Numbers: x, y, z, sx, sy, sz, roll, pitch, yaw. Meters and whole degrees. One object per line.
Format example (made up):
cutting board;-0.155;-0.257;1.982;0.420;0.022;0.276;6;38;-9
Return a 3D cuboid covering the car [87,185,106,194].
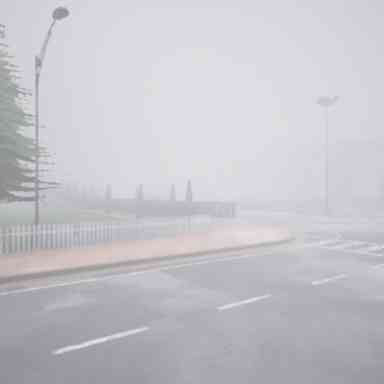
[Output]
car;-16.297;-0.402;57.189;1.895;1.301;4.718;0;7;-37

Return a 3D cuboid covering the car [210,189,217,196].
car;2.771;0.039;66.779;1.895;1.301;4.718;0;7;-37

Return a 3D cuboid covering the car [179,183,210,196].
car;0.247;-0.291;64.311;2.150;2.045;5.566;0;7;-37

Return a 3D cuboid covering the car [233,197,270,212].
car;6.748;1.321;38.124;2.097;1.767;4.553;0;0;-37

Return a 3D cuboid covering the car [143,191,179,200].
car;-3.939;1.122;40.628;2.097;1.767;4.553;0;2;-37

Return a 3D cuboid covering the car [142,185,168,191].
car;-6.600;0.259;55.842;1.882;1.535;5.008;0;6;-37

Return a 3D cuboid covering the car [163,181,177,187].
car;-5.992;-1.546;72.607;2.097;1.767;4.553;0;7;-37

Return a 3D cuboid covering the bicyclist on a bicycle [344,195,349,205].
bicyclist on a bicycle;24.065;1.263;51.666;1.656;1.620;0.582;0;0;-37

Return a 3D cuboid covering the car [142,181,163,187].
car;-8.816;-1.426;70.540;1.882;1.535;5.008;0;7;-37

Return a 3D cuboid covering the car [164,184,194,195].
car;-2.555;0.040;62.214;2.033;1.411;5.357;0;6;-37
